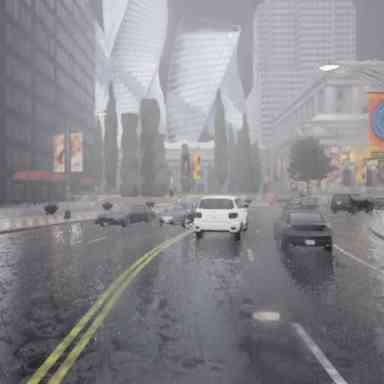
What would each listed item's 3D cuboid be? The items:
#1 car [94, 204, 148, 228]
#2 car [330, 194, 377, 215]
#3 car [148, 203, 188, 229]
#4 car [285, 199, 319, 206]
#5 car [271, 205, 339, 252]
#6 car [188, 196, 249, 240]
[{"bbox_3d":[-4.252,1.518,22.267,2.033,1.411,5.357,0,0,20],"label":"car"},{"bbox_3d":[15.981,1.176,33.259,5.566,2.045,2.150,0,0,-40],"label":"car"},{"bbox_3d":[-0.563,1.462,21.888,2.128,1.511,4.902,0,0,22],"label":"car"},{"bbox_3d":[11.115,1.446,33.358,2.128,1.511,4.902,0,0,43],"label":"car"},{"bbox_3d":[4.490,1.486,13.866,1.837,1.490,4.892,-1,0,10],"label":"car"},{"bbox_3d":[1.658,1.197,17.241,2.150,2.045,5.566,0,0,14],"label":"car"}]
